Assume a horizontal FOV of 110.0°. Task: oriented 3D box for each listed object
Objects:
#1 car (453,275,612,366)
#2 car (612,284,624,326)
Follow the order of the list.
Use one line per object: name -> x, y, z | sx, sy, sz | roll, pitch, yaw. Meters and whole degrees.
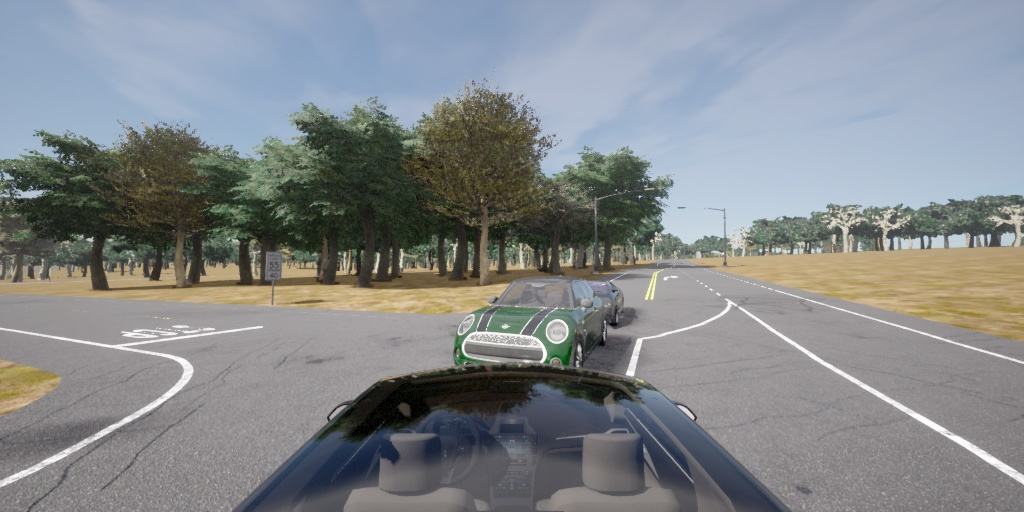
car -> 0.668, 1.223, 7.505 | 2.097, 1.767, 4.553 | -1, -2, 22
car -> 2.884, 1.555, 12.941 | 1.994, 1.385, 4.181 | -2, 0, 22
